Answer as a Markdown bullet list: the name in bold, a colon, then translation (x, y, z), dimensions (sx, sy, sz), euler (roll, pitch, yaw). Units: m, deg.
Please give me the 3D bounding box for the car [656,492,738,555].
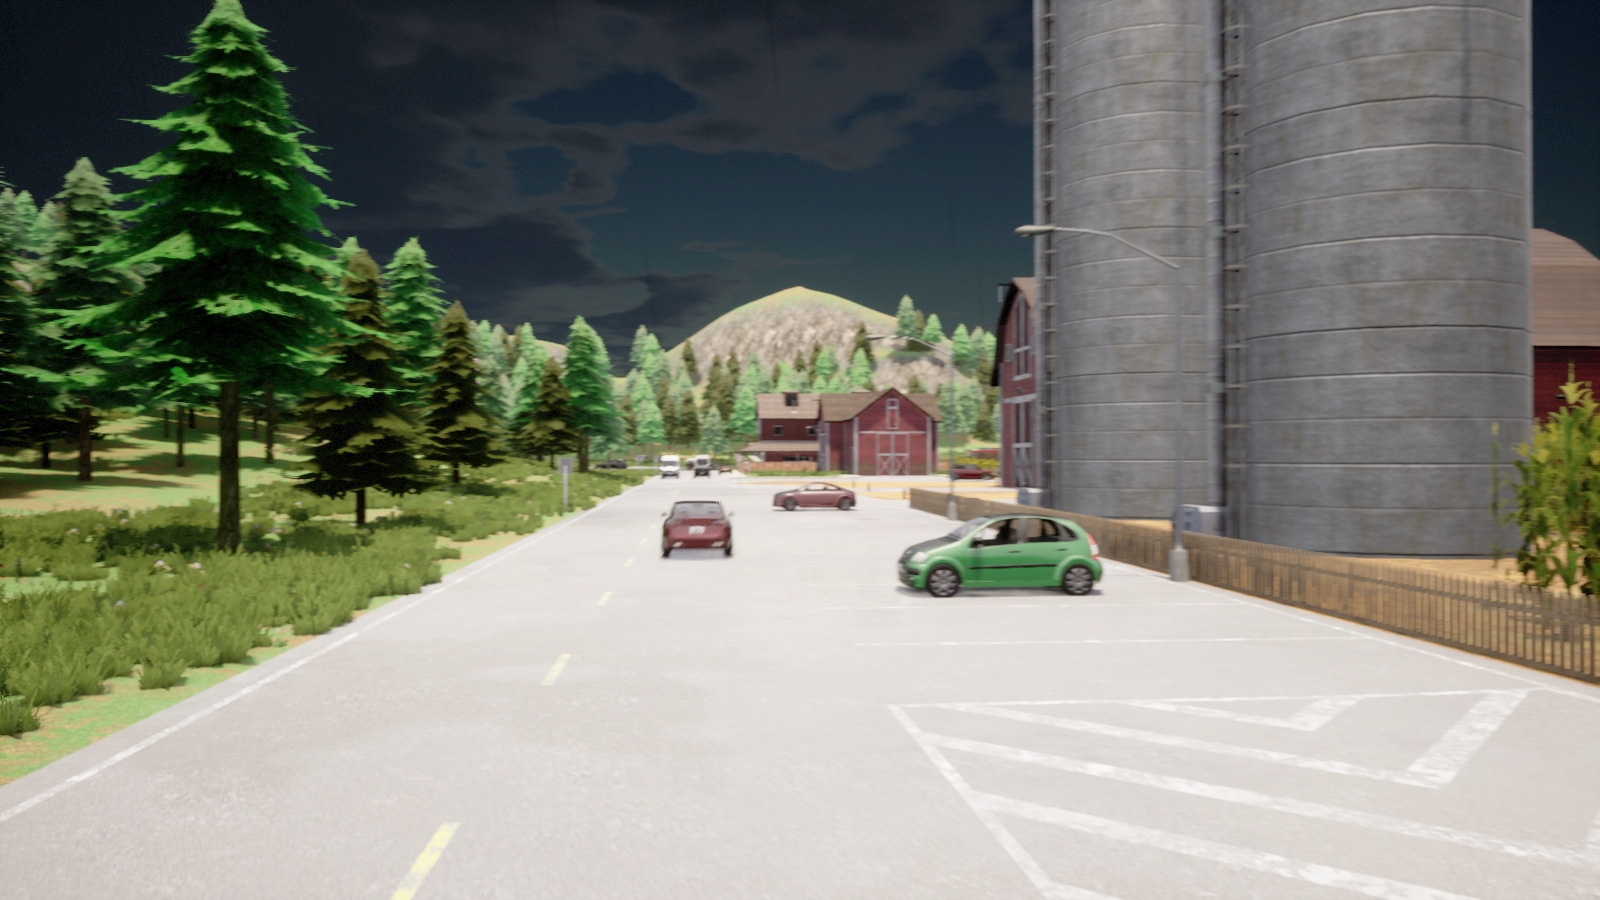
- **car**: translation (-2.913, 2.023, 32.532), dimensions (2.163, 1.488, 4.792), euler (0, 0, -5)
